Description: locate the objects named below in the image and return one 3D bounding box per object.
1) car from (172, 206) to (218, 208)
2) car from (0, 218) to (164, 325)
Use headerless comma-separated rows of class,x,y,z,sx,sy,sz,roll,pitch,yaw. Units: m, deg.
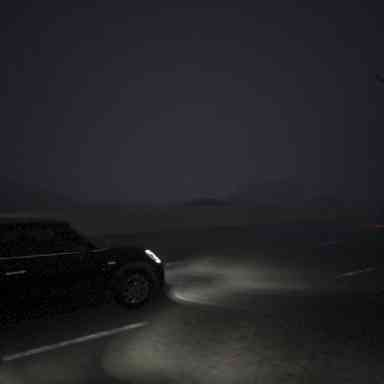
car,0.685,1.240,25.199,4.892,1.490,1.837,1,0,-31
car,-2.764,1.260,6.128,4.553,1.767,2.097,0,1,-35
